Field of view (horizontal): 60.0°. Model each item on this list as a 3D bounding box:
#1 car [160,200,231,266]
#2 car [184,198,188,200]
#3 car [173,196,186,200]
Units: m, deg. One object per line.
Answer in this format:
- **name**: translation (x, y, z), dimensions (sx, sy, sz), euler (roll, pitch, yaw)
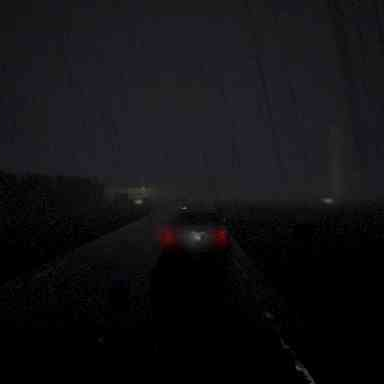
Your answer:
- **car**: translation (0.146, 1.335, 11.609), dimensions (2.097, 1.767, 4.553), euler (0, 0, 1)
- **car**: translation (0.470, 1.486, 27.904), dimensions (1.812, 1.442, 4.674), euler (0, 0, 2)
- **car**: translation (-1.615, 1.420, 49.395), dimensions (2.128, 1.511, 4.902), euler (0, 0, 3)
